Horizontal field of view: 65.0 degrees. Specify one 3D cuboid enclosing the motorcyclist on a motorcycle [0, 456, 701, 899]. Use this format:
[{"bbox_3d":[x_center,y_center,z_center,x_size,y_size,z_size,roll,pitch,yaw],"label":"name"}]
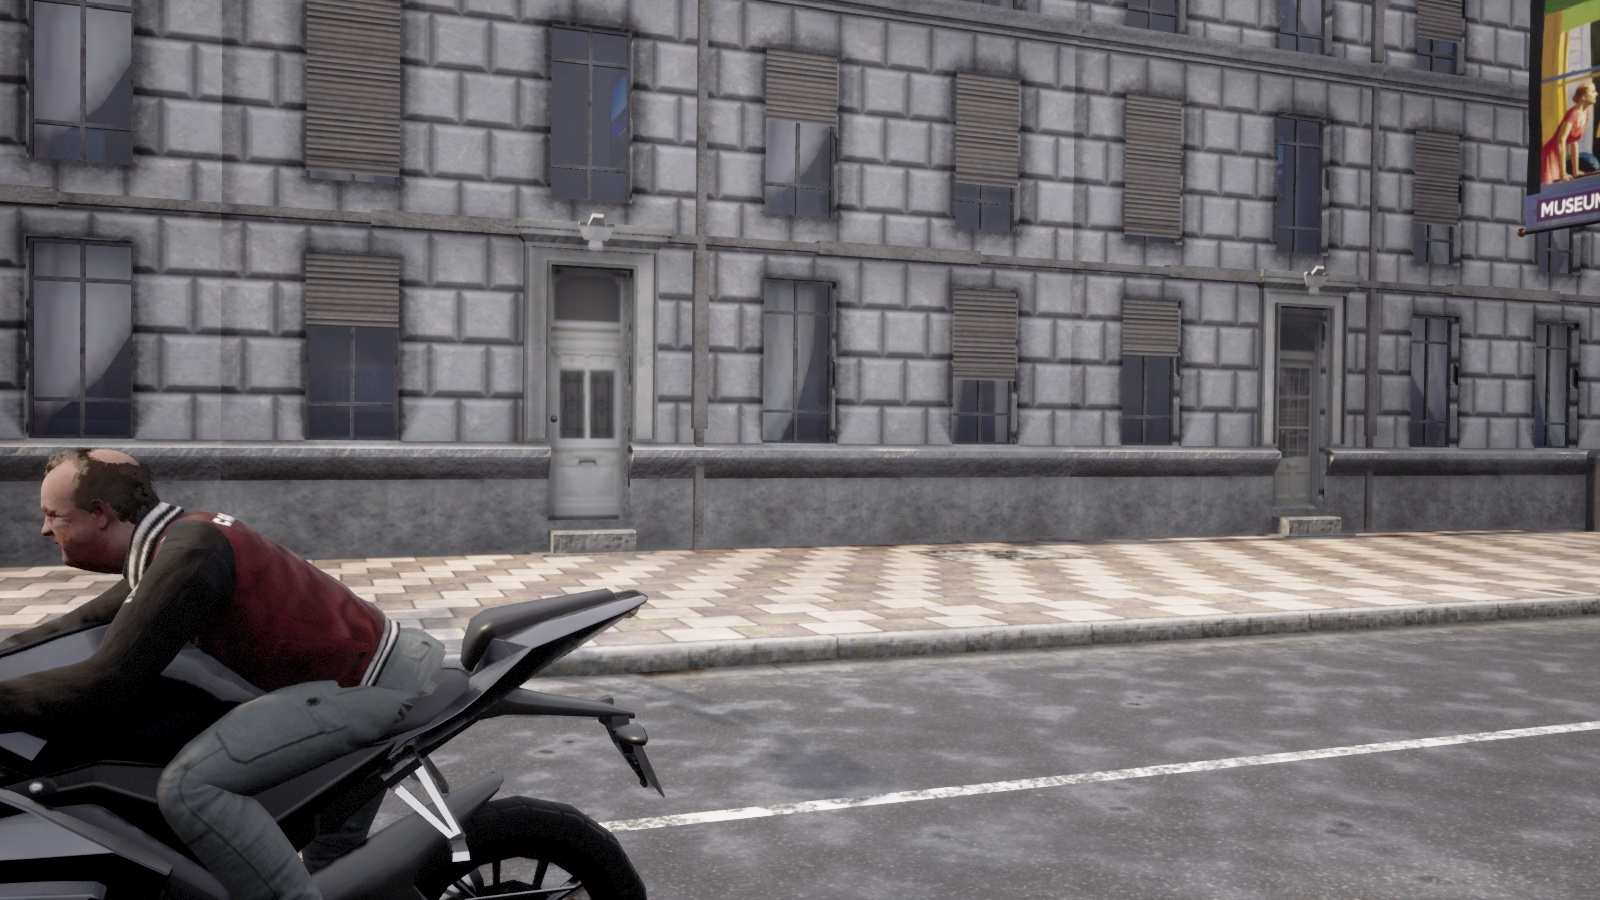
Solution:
[{"bbox_3d":[-1.392,0.804,2.711,2.191,1.530,0.866,-1,1,-21],"label":"motorcyclist on a motorcycle"}]
